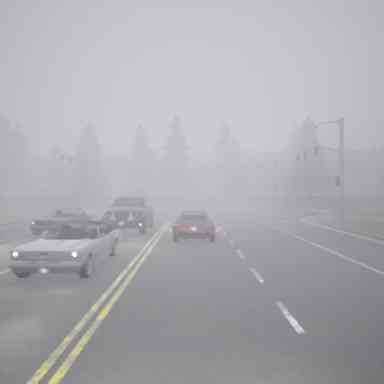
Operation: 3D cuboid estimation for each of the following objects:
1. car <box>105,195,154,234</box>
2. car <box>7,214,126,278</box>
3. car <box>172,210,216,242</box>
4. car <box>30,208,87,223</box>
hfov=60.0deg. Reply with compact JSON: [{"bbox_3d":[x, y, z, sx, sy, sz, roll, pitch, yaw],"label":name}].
[{"bbox_3d":[-3.504,1.200,19.308,2.150,2.045,5.566,0,0,0],"label":"car"},{"bbox_3d":[-3.558,1.591,10.220,1.895,1.301,4.718,0,0,0],"label":"car"},{"bbox_3d":[0.089,1.547,16.290,1.994,1.385,4.181,0,0,0],"label":"car"},{"bbox_3d":[-7.012,1.582,18.307,1.895,1.301,4.718,0,0,0],"label":"car"}]
